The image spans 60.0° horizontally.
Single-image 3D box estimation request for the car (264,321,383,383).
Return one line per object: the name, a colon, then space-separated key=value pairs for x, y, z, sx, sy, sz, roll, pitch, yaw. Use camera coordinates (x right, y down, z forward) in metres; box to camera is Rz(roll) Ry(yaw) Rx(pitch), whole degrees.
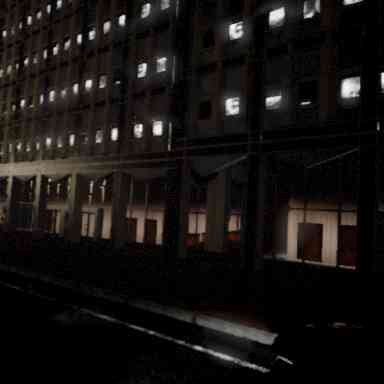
car: x=2.996 y=1.864 z=2.977 sx=4.674 sy=1.442 sz=1.812 roll=0 pitch=-5 yaw=36
